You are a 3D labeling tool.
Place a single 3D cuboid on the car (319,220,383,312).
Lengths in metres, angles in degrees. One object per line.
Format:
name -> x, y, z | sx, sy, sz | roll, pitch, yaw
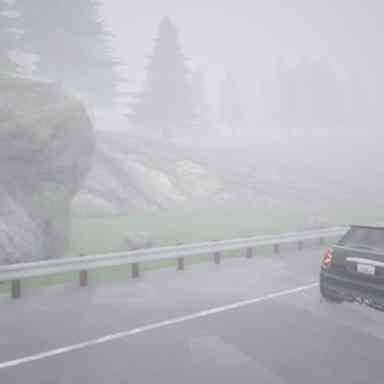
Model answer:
car -> 4.757, 1.348, 6.905 | 4.553, 1.767, 2.097 | 0, 0, -34
